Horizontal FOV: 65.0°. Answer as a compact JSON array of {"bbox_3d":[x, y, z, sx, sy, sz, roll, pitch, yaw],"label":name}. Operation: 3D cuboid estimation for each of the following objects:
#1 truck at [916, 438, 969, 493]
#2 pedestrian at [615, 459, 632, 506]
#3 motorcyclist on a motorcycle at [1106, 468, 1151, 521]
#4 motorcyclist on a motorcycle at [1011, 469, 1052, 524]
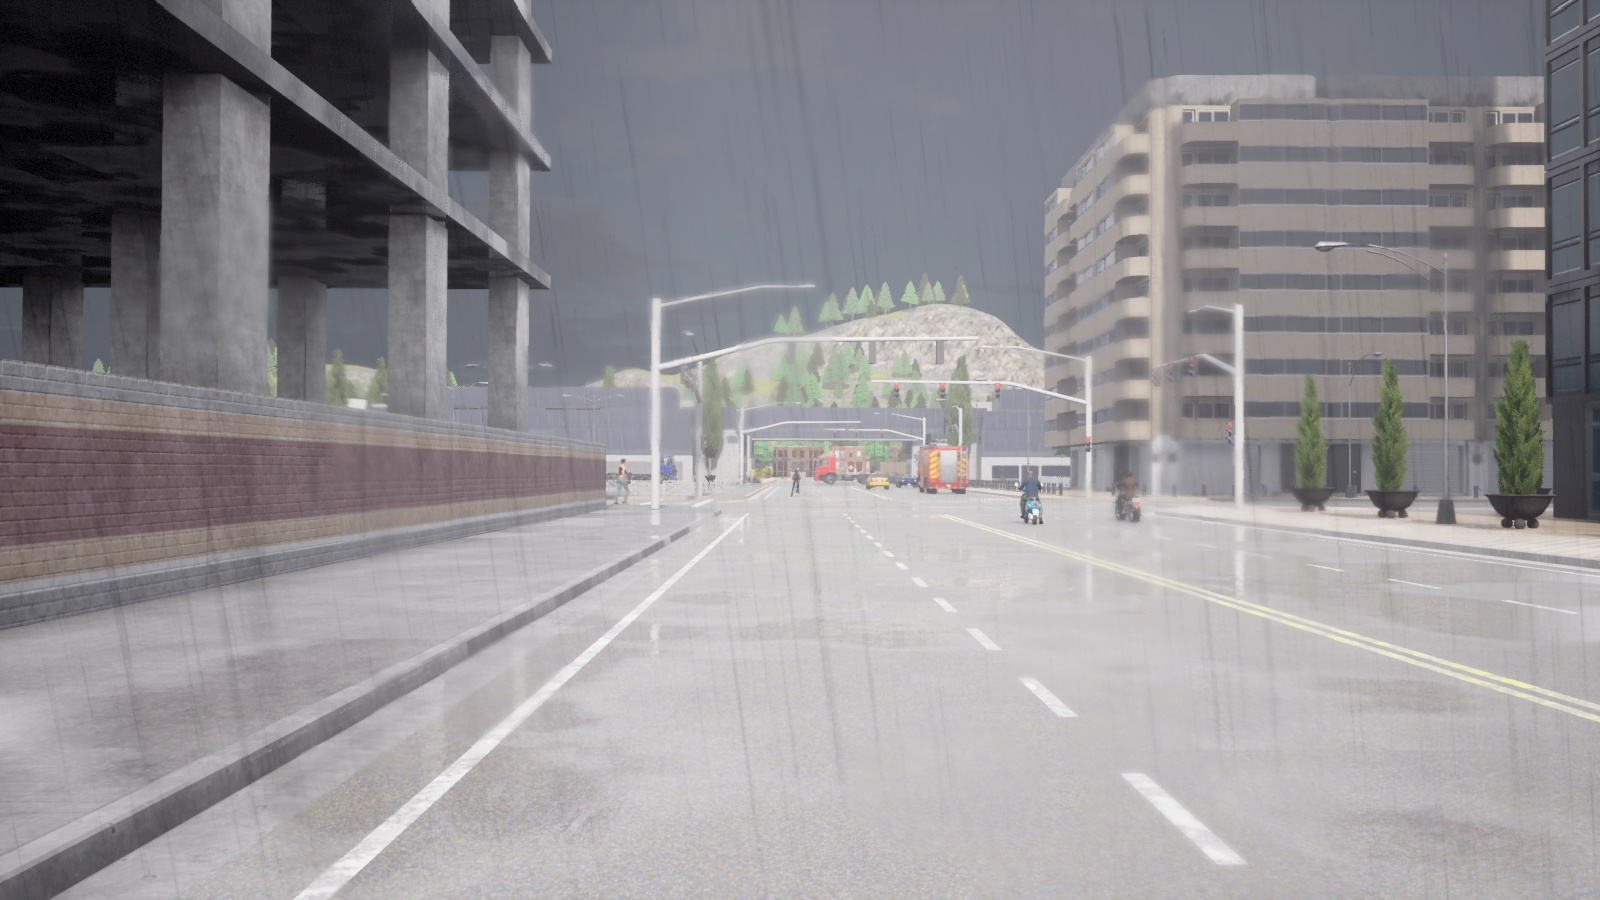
[{"bbox_3d":[10.248,1.135,91.115,2.891,3.827,8.468,0,-1,0],"label":"truck"},{"bbox_3d":[-6.957,1.283,49.570,0.345,1.836,0.594,-1,-1,44],"label":"pedestrian"},{"bbox_3d":[10.392,1.390,39.816,0.766,1.649,2.350,0,-1,0],"label":"motorcyclist on a motorcycle"},{"bbox_3d":[6.898,1.369,37.519,0.866,1.590,1.817,0,-1,0],"label":"motorcyclist on a motorcycle"}]
